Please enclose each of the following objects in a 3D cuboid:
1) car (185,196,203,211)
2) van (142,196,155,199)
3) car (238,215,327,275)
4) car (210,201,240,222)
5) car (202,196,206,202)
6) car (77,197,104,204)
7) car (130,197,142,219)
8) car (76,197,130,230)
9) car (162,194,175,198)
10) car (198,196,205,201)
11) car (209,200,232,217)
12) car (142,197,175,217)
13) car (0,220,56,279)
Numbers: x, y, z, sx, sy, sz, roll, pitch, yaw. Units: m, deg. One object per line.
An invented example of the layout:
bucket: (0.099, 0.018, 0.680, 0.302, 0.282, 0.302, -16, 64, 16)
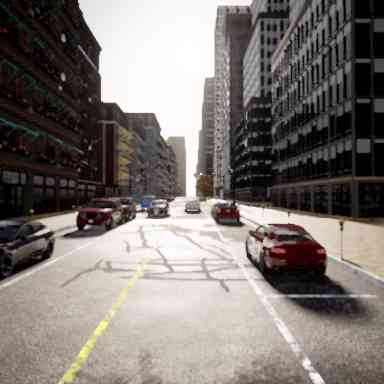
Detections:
car: (0.093, 1.571, 40.571, 1.812, 1.442, 4.674, 0, 0, 0)
van: (-5.668, 1.393, 43.296, 1.690, 1.788, 3.998, 1, 0, 0)
car: (2.696, 1.587, 10.157, 1.802, 1.307, 4.206, 1, 0, 0)
car: (2.701, 1.460, 26.727, 1.967, 1.590, 4.097, 1, 0, 0)
car: (2.679, 1.707, 81.535, 1.752, 1.417, 4.829, 0, 0, 0)
car: (-19.067, 1.592, 62.701, 4.507, 1.381, 1.887, 0, -1, 0)
car: (-5.692, 1.335, 26.726, 2.192, 1.841, 5.009, 1, 0, 0)
car: (-5.688, 1.329, 21.203, 2.192, 1.841, 5.009, 1, 0, 0)
car: (-5.698, 1.474, 75.702, 2.192, 1.841, 5.009, 0, 0, 0)
car: (2.676, 1.762, 92.860, 1.752, 1.417, 4.829, 0, 0, 0)
car: (2.701, 1.554, 32.421, 1.752, 1.417, 4.829, 1, 0, 0)
car: (-3.083, 1.518, 31.336, 2.128, 1.511, 4.902, 0, 0, 0)
car: (-5.684, 1.571, 10.157, 1.947, 1.339, 4.313, 1, 0, 0)
